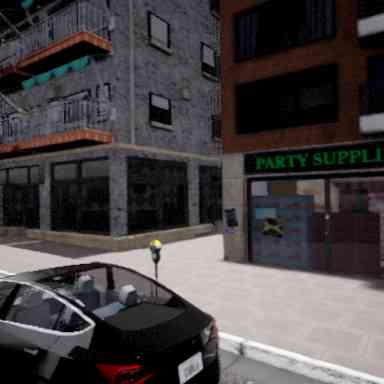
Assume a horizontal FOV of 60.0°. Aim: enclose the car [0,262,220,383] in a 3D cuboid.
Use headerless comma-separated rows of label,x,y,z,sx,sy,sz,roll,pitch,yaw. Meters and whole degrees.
car,-1.700,1.565,4.114,4.313,1.339,1.947,0,-1,36
